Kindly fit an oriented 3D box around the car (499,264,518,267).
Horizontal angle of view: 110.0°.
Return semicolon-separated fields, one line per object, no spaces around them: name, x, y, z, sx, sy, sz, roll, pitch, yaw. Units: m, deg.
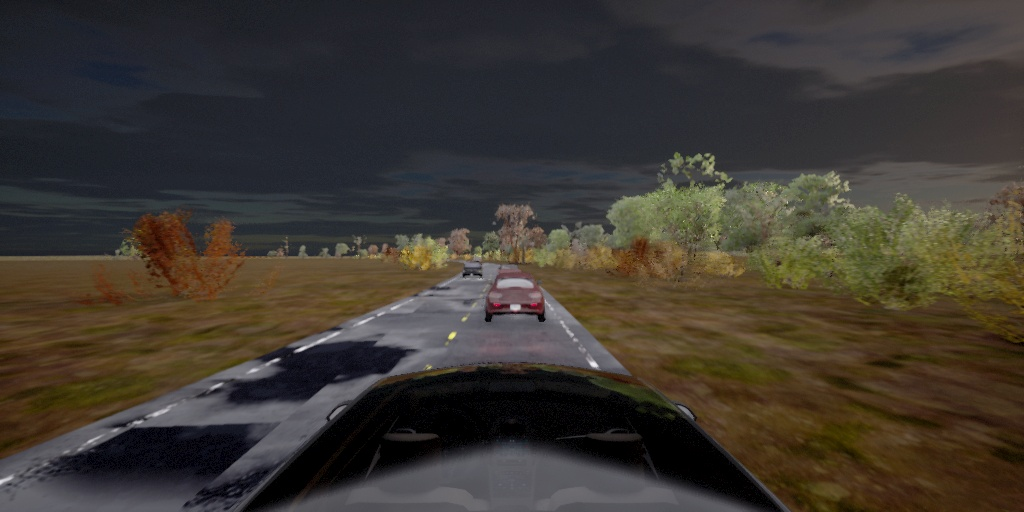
car;-0.296;1.336;30.009;1.895;1.301;4.718;0;0;-2

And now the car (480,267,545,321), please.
car;0.086;1.270;12.318;1.812;1.442;4.674;0;0;0

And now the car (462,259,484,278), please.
car;-3.657;1.282;34.149;2.033;1.411;5.357;0;0;-3
